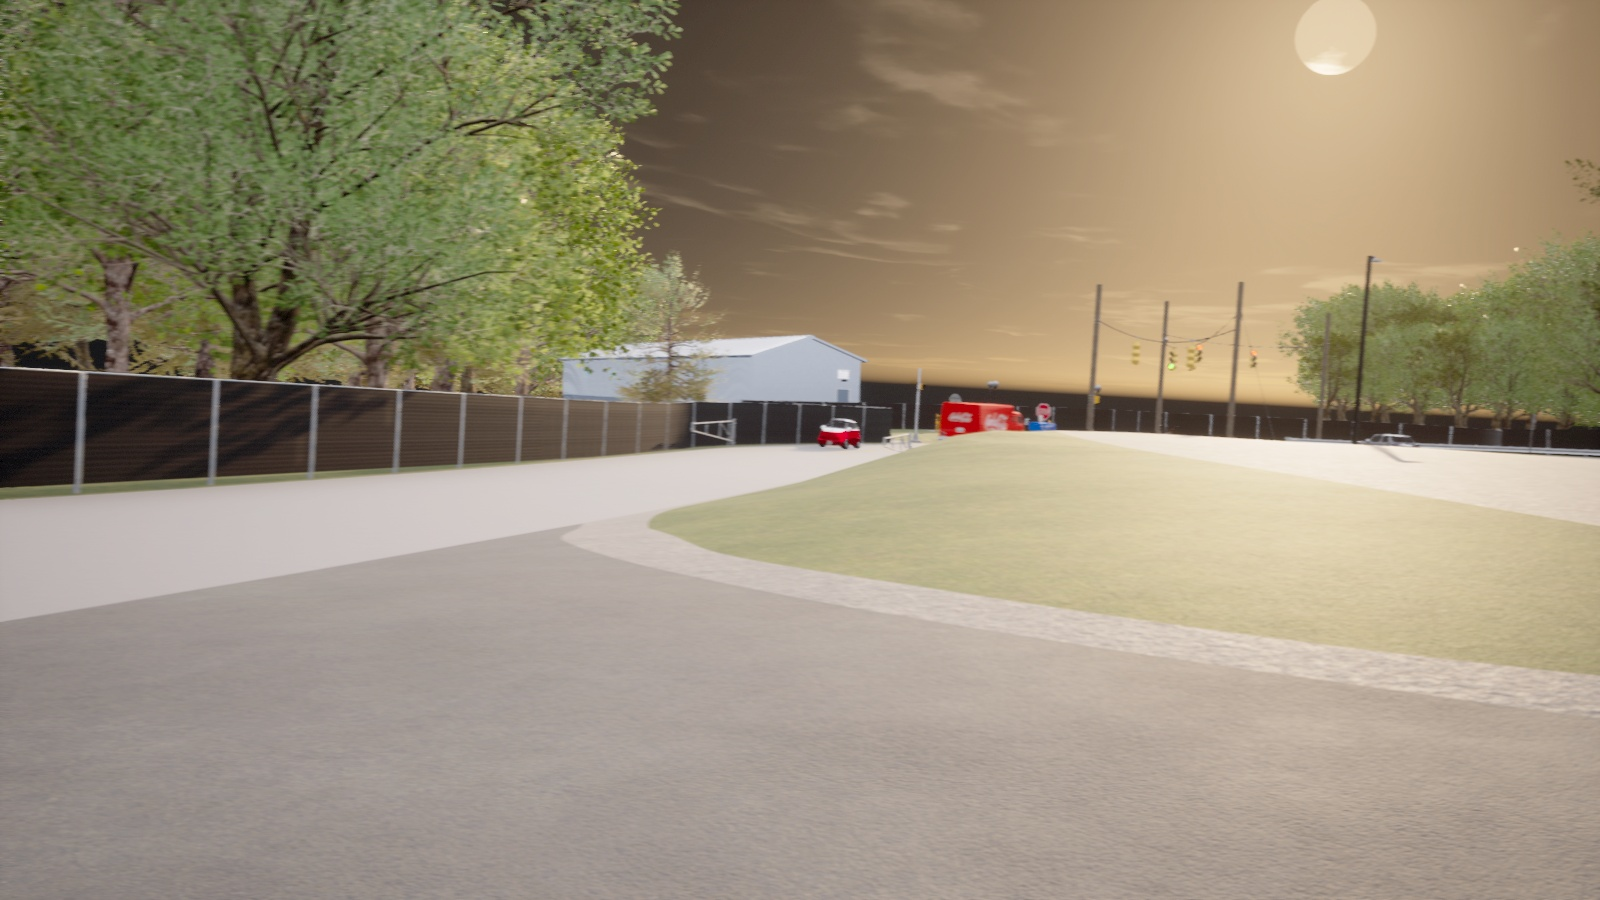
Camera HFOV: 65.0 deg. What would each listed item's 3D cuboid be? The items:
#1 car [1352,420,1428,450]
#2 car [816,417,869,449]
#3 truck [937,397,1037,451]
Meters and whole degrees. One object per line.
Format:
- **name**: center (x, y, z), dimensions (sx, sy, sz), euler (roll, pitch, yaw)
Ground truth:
- **car**: center (31.092, -0.822, 66.330), dimensions (1.970, 1.475, 3.806), euler (2, 2, -4)
- **car**: center (1.967, -0.805, 57.535), dimensions (1.481, 1.376, 2.207), euler (4, 3, 31)
- **truck**: center (9.322, -1.284, 62.325), dimensions (2.627, 2.467, 5.204), euler (4, 3, 37)
